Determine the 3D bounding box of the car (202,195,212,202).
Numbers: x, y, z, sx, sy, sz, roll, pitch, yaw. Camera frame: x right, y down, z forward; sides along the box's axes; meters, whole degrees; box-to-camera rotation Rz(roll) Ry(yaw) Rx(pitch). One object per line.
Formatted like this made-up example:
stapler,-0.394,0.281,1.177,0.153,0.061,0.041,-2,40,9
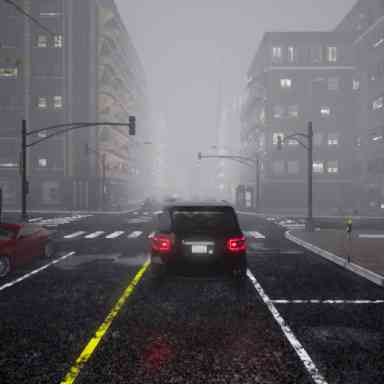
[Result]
car,3.396,1.440,76.097,1.967,1.590,4.097,0,0,1

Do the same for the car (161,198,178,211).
car,-2.720,1.524,41.375,1.812,1.442,4.674,0,0,1

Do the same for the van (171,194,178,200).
van,-4.824,1.340,93.098,1.690,1.788,3.998,0,0,1

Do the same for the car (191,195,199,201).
car,0.773,1.477,82.626,1.882,1.535,5.008,0,0,1

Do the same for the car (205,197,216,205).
car,3.237,1.543,59.181,1.887,1.381,4.507,0,0,1

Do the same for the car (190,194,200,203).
car,0.695,1.354,72.850,2.097,1.767,4.553,0,0,1

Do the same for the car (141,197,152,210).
car,-5.304,1.438,42.351,1.967,1.590,4.097,0,0,1

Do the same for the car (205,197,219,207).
car,3.183,1.549,53.543,2.008,1.369,4.403,0,0,1

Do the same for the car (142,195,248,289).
car,0.171,1.222,9.329,2.150,2.045,5.566,0,0,1

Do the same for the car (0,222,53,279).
car,-5.610,1.581,9.942,1.802,1.307,4.206,0,0,1

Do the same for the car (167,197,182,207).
car,-2.620,1.562,51.341,1.994,1.385,4.181,0,0,1

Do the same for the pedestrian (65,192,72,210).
pedestrian,-12.408,0.902,33.411,0.375,1.860,0.375,0,-1,0

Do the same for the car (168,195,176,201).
car,-4.932,1.525,81.650,1.752,1.417,4.829,0,0,1
